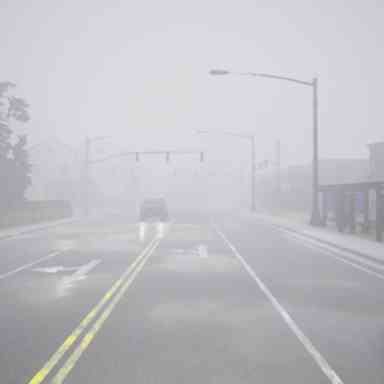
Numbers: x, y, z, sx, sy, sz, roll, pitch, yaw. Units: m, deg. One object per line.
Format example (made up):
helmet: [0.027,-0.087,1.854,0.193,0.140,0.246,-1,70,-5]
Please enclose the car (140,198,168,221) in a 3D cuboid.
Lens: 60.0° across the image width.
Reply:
car: [-3.532,1.567,31.527,2.150,2.045,5.566,0,-1,0]
